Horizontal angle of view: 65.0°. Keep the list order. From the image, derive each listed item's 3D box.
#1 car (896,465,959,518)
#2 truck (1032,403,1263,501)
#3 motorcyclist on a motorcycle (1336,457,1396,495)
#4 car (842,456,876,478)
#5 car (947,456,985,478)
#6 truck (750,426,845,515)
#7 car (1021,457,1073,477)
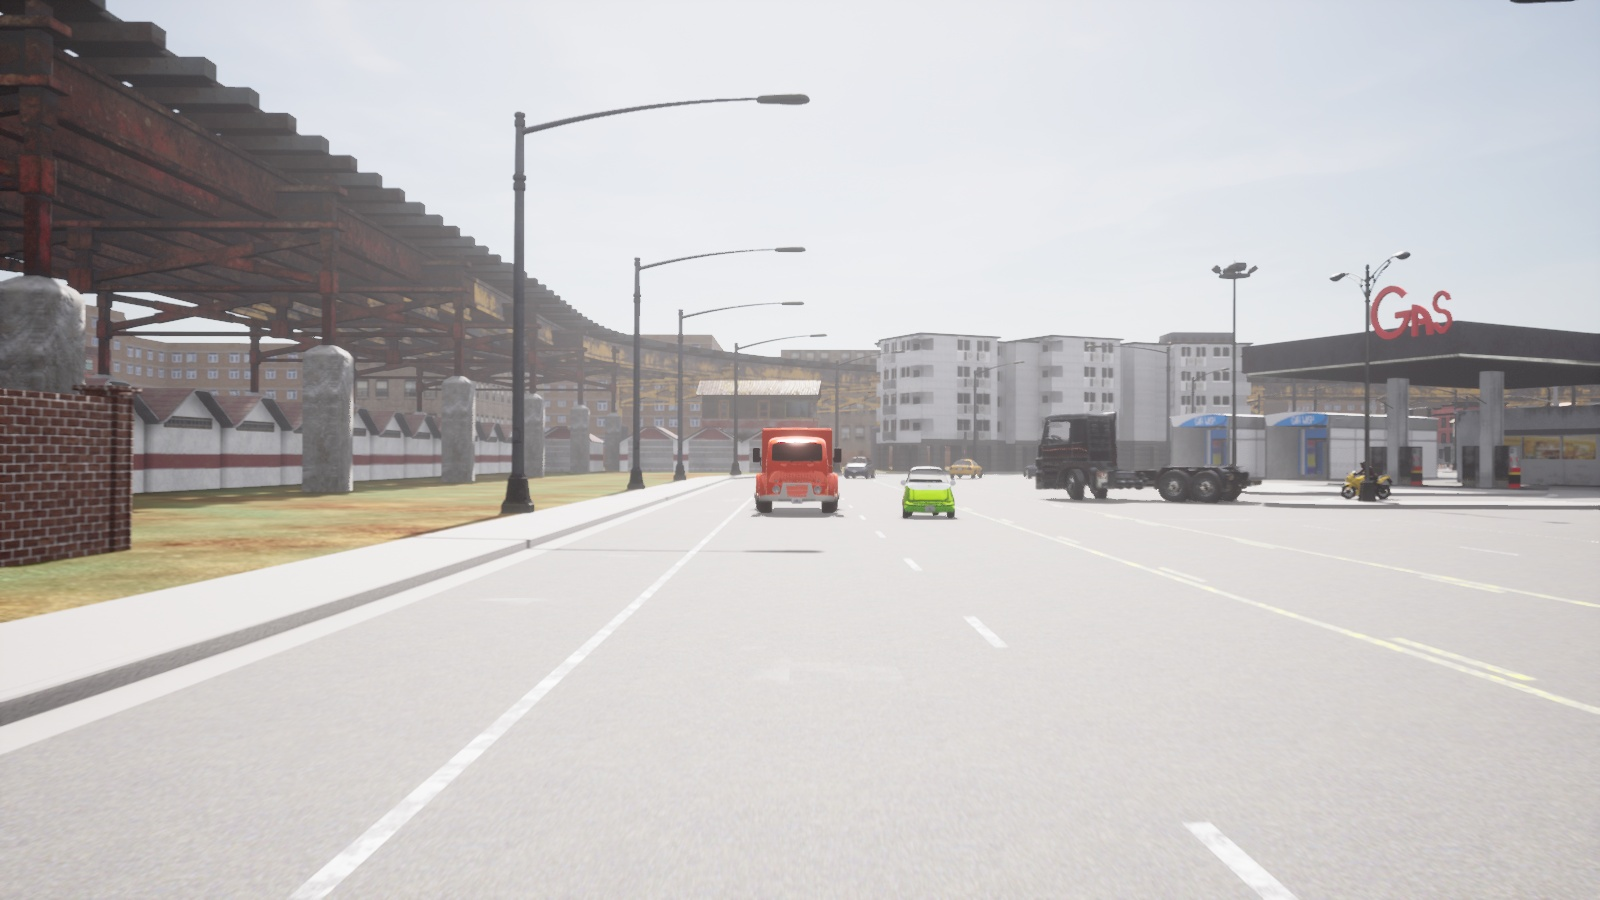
[{"bbox_3d":[3.424,1.099,34.087,1.481,1.376,2.207,0,-1,0],"label":"car"},{"bbox_3d":[13.105,0.091,47.713,7.936,3.462,2.891,0,0,36],"label":"truck"},{"bbox_3d":[22.514,1.028,49.979,2.044,1.523,0.797,0,0,0],"label":"motorcyclist on a motorcycle"},{"bbox_3d":[4.319,1.221,91.903,1.851,1.617,3.988,0,0,12],"label":"car"},{"bbox_3d":[12.527,1.242,94.544,1.801,1.575,5.366,0,0,19],"label":"car"},{"bbox_3d":[-0.086,0.588,37.416,2.627,2.467,5.204,0,0,0],"label":"truck"},{"bbox_3d":[18.331,1.240,93.447,1.970,1.475,3.806,0,0,-24],"label":"car"}]
